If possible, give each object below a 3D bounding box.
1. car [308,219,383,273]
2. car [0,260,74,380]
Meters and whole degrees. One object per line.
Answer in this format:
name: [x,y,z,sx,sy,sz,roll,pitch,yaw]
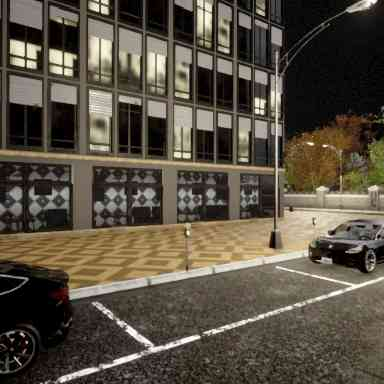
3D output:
car: [5.569,1.562,10.632,4.313,1.339,1.947,0,0,-36]
car: [-3.661,1.566,3.947,4.313,1.339,1.947,0,0,-36]
